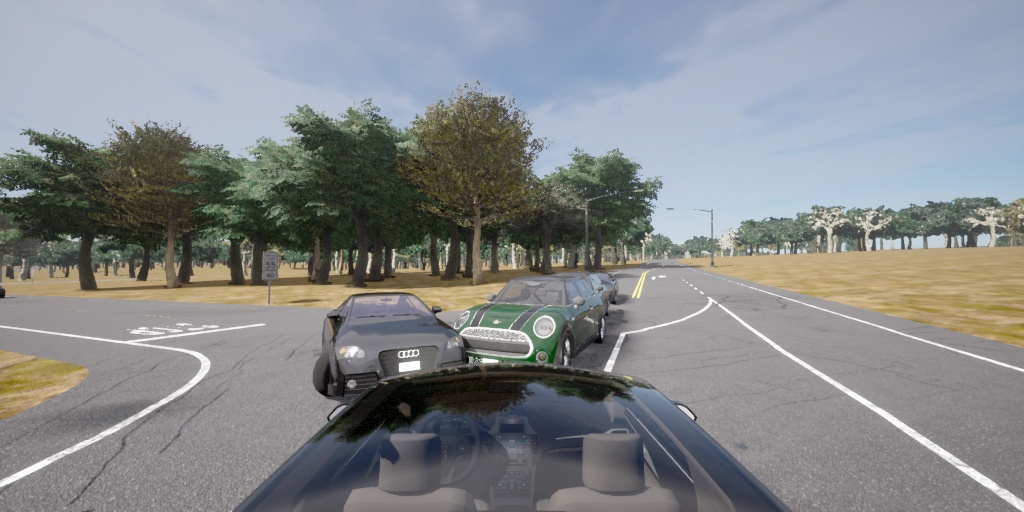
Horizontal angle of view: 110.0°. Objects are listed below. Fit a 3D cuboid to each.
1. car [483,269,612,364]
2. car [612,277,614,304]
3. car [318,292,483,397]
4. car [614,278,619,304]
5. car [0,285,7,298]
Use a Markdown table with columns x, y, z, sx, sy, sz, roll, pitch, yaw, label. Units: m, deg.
| x | y | z | sx | sy | sz | roll | pitch | yaw | label |
| --- | --- | --- | --- | --- | --- | --- | --- | --- | --- |
| 0.617 | 1.218 | 7.821 | 2.097 | 1.767 | 4.553 | -1 | -2 | 26 | car |
| 2.024 | 1.344 | 12.134 | 2.097 | 1.767 | 4.553 | -1 | -1 | 21 | car |
| -2.354 | 1.376 | 6.616 | 1.994 | 1.385 | 4.181 | 1 | -2 | -29 | car |
| 4.218 | 1.509 | 17.861 | 1.994 | 1.385 | 4.181 | -1 | 0 | 19 | car |
| -40.860 | 2.560 | 27.379 | 4.181 | 1.385 | 1.994 | -2 | -3 | 22 | car |
